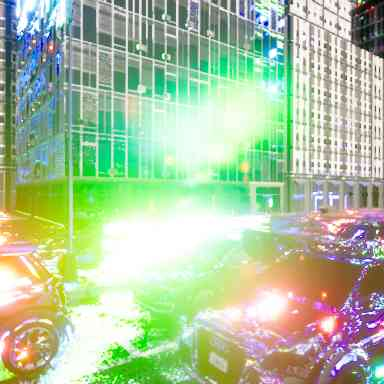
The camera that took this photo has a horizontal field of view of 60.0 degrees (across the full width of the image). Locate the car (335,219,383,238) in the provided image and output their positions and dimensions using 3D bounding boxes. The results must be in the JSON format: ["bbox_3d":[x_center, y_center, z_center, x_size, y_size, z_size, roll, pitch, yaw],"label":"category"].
[{"bbox_3d":[5.365,1.577,10.329,4.507,1.381,1.887,0,0,-35],"label":"car"}]

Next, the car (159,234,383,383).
[{"bbox_3d":[1.899,1.577,4.585,4.181,1.385,1.994,0,0,-35],"label":"car"}]

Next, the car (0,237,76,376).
[{"bbox_3d":[-3.670,1.439,3.944,4.097,1.590,1.967,0,0,-35],"label":"car"}]

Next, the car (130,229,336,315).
[{"bbox_3d":[0.847,1.566,7.136,4.403,1.369,2.008,0,0,-35],"label":"car"}]
